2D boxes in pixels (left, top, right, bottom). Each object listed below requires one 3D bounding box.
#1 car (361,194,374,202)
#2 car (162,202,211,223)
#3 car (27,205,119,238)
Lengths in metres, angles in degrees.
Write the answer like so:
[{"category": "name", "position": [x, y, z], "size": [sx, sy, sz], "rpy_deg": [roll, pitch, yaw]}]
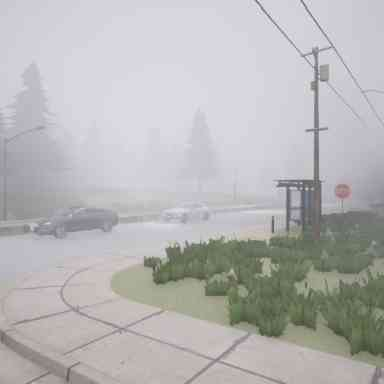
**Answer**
[{"category": "car", "position": [40.426, 1.355, 76.462], "size": [2.097, 1.767, 4.553], "rpy_deg": [0, 0, 36]}, {"category": "car", "position": [-0.311, 1.526, 25.839], "size": [1.812, 1.442, 4.674], "rpy_deg": [0, 0, 36]}, {"category": "car", "position": [-6.157, 1.491, 17.766], "size": [2.128, 1.511, 4.902], "rpy_deg": [0, 0, 36]}]
